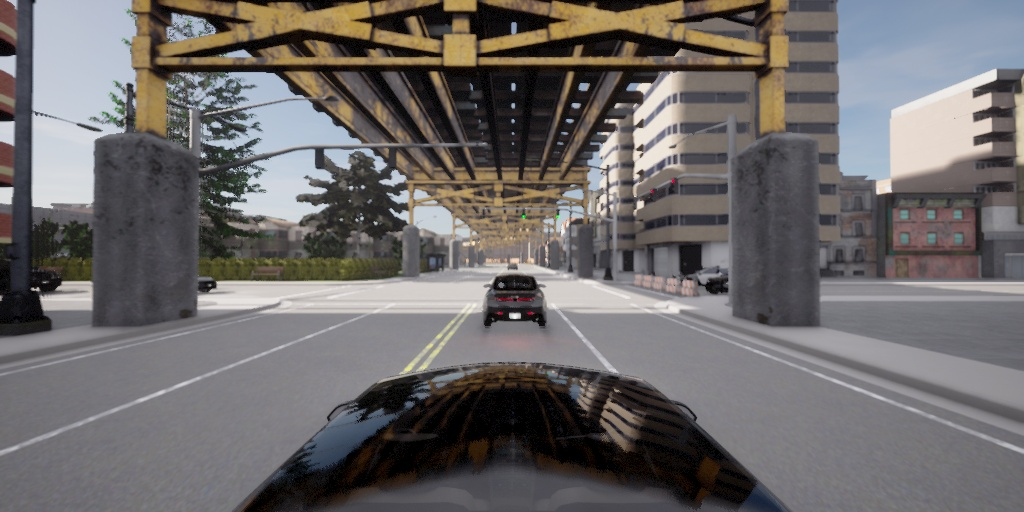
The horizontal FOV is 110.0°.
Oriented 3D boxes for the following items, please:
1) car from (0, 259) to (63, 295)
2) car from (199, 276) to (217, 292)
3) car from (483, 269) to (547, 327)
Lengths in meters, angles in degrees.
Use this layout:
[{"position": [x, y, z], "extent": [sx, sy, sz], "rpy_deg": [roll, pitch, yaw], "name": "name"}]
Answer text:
[{"position": [-30.069, 1.174, 20.998], "extent": [5.566, 2.045, 2.150], "rpy_deg": [0, -1, 0], "name": "car"}, {"position": [-20.055, 1.456, 20.946], "extent": [4.892, 1.490, 1.837], "rpy_deg": [0, -1, 0], "name": "car"}, {"position": [0.090, 1.364, 12.033], "extent": [1.837, 1.490, 4.892], "rpy_deg": [0, 0, 0], "name": "car"}]
